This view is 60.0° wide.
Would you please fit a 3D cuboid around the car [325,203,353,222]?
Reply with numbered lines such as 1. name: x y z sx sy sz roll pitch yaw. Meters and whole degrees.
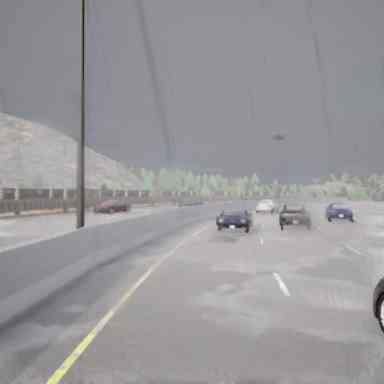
1. car: 11.935 1.616 27.142 1.812 1.442 4.674 0 0 18

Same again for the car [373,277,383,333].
1. car: 3.828 1.527 3.547 1.837 1.490 4.892 0 0 3

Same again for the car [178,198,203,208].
1. car: -0.148 1.569 44.058 1.837 1.490 4.892 0 -1 26

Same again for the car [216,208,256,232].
1. car: 2.740 1.643 20.637 1.895 1.301 4.718 0 0 13

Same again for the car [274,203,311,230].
1. car: 6.680 1.552 21.823 2.128 1.511 4.902 0 0 15

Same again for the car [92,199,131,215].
1. car: -8.096 1.491 33.902 1.882 1.535 5.008 0 0 20

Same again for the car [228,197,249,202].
1. car: 6.235 1.698 48.775 1.895 1.301 4.718 0 0 30

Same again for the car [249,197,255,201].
1. car: 12.656 1.656 70.137 2.033 1.411 5.357 0 0 38

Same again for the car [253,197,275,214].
1. car: 8.521 1.616 37.411 1.812 1.442 4.674 0 0 24
